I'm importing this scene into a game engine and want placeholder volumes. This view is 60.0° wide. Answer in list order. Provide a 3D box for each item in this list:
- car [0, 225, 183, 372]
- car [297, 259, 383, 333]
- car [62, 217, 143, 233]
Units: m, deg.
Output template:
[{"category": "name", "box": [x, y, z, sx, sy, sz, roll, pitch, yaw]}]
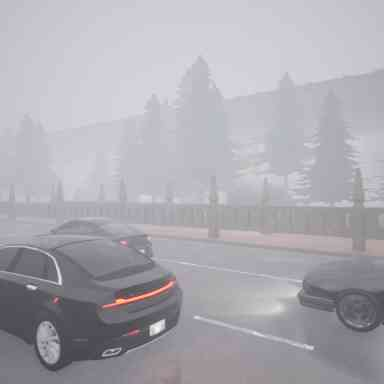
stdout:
[{"category": "car", "box": [-2.419, 1.507, 5.716, 4.892, 1.490, 1.837, 0, 0, 35]}, {"category": "car", "box": [4.502, 1.547, 5.080, 5.357, 1.411, 2.033, 0, 0, 35]}, {"category": "car", "box": [-3.309, 1.530, 10.646, 4.674, 1.442, 1.812, 0, 0, 35]}]
